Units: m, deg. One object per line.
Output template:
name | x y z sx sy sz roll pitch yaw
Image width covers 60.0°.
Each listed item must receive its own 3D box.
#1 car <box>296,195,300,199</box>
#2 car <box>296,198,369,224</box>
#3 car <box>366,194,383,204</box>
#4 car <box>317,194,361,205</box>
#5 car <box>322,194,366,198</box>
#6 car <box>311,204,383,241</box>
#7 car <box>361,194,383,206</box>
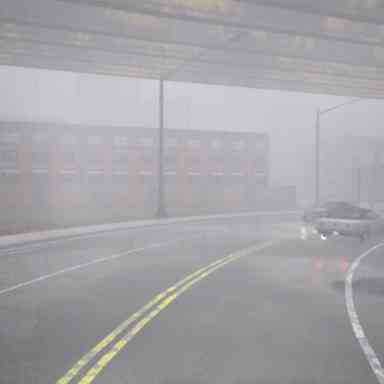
car | 16.842 0.826 60.496 4.974 1.542 2.038 1 1 40
car | 9.060 1.306 21.404 4.674 1.442 1.812 0 1 -35
car | 21.387 1.055 39.163 2.038 1.542 4.974 0 1 15
car | 17.838 0.881 40.456 1.853 1.218 4.536 -1 1 -45
car | 17.874 1.039 40.421 2.038 1.542 4.974 -1 1 -45
car | 7.766 1.440 15.695 4.718 1.301 1.895 -1 1 -43
car | 21.401 0.897 39.211 1.853 1.218 4.536 0 1 15
